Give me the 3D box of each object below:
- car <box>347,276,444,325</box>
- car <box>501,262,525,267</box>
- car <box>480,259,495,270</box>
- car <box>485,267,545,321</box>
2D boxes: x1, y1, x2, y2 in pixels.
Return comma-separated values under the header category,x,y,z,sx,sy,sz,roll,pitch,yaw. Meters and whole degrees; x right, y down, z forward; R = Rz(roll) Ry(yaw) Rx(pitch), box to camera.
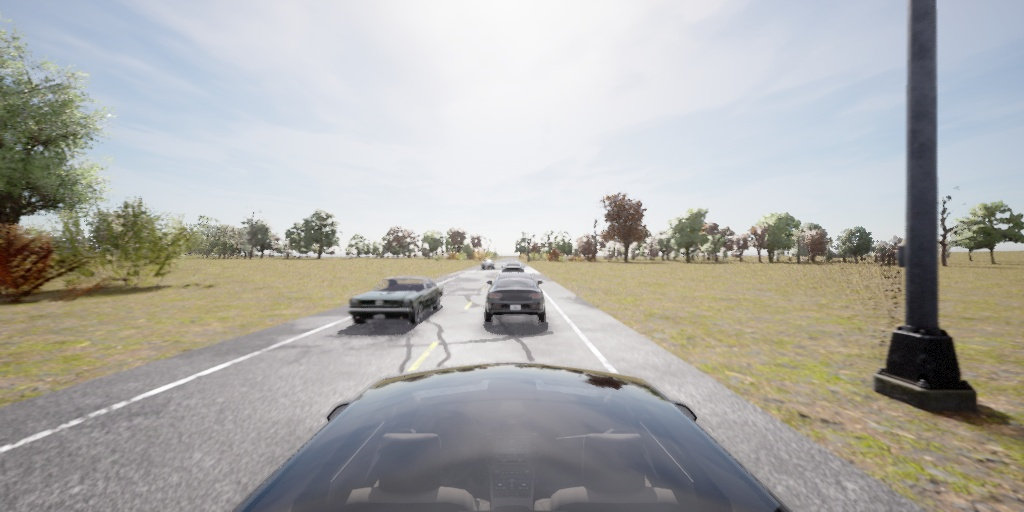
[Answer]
category,x,y,z,sx,sy,sz,roll,pitch,yaw
car,-3.601,1.349,11.946,1.895,1.301,4.718,0,0,0
car,0.099,1.250,30.386,1.837,1.490,4.892,0,0,0
car,-3.568,1.232,53.231,2.128,1.511,4.902,0,0,0
car,0.100,1.274,12.340,1.812,1.442,4.674,0,0,0
